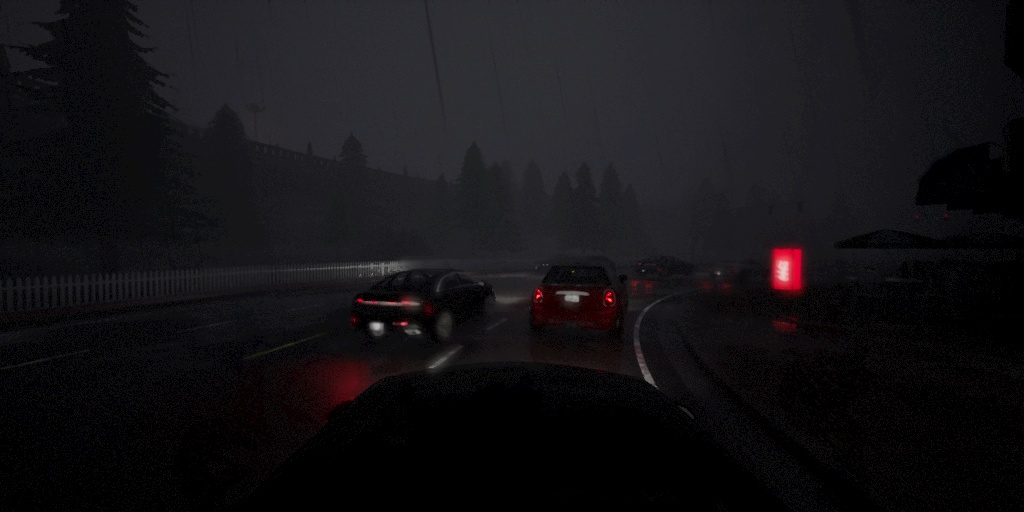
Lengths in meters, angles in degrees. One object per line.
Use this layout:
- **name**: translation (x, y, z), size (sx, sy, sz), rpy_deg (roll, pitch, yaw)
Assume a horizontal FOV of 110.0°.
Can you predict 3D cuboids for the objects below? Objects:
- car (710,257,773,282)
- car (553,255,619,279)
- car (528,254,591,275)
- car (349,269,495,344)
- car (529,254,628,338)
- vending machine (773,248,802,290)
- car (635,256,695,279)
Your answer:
- **car**: translation (14.759, 0.811, 23.194), size (4.674, 1.442, 1.812), rpy_deg (-1, 1, -29)
- **car**: translation (5.390, 0.704, 25.704), size (4.892, 1.490, 1.837), rpy_deg (-1, 1, -36)
- **car**: translation (3.854, 0.612, 28.873), size (4.902, 1.511, 2.128), rpy_deg (-1, 2, -36)
- **car**: translation (-1.901, 1.062, 9.124), size (2.128, 1.511, 4.902), rpy_deg (0, 1, 16)
- **car**: translation (2.031, 0.914, 9.888), size (2.097, 1.767, 4.553), rpy_deg (1, 1, 19)
- **vending machine**: translation (12.903, 0.625, 16.821), size (0.880, 2.100, 1.100), rpy_deg (0, 0, -36)
- **car**: translation (10.672, 0.727, 24.785), size (4.902, 1.511, 2.128), rpy_deg (-1, 1, -32)
